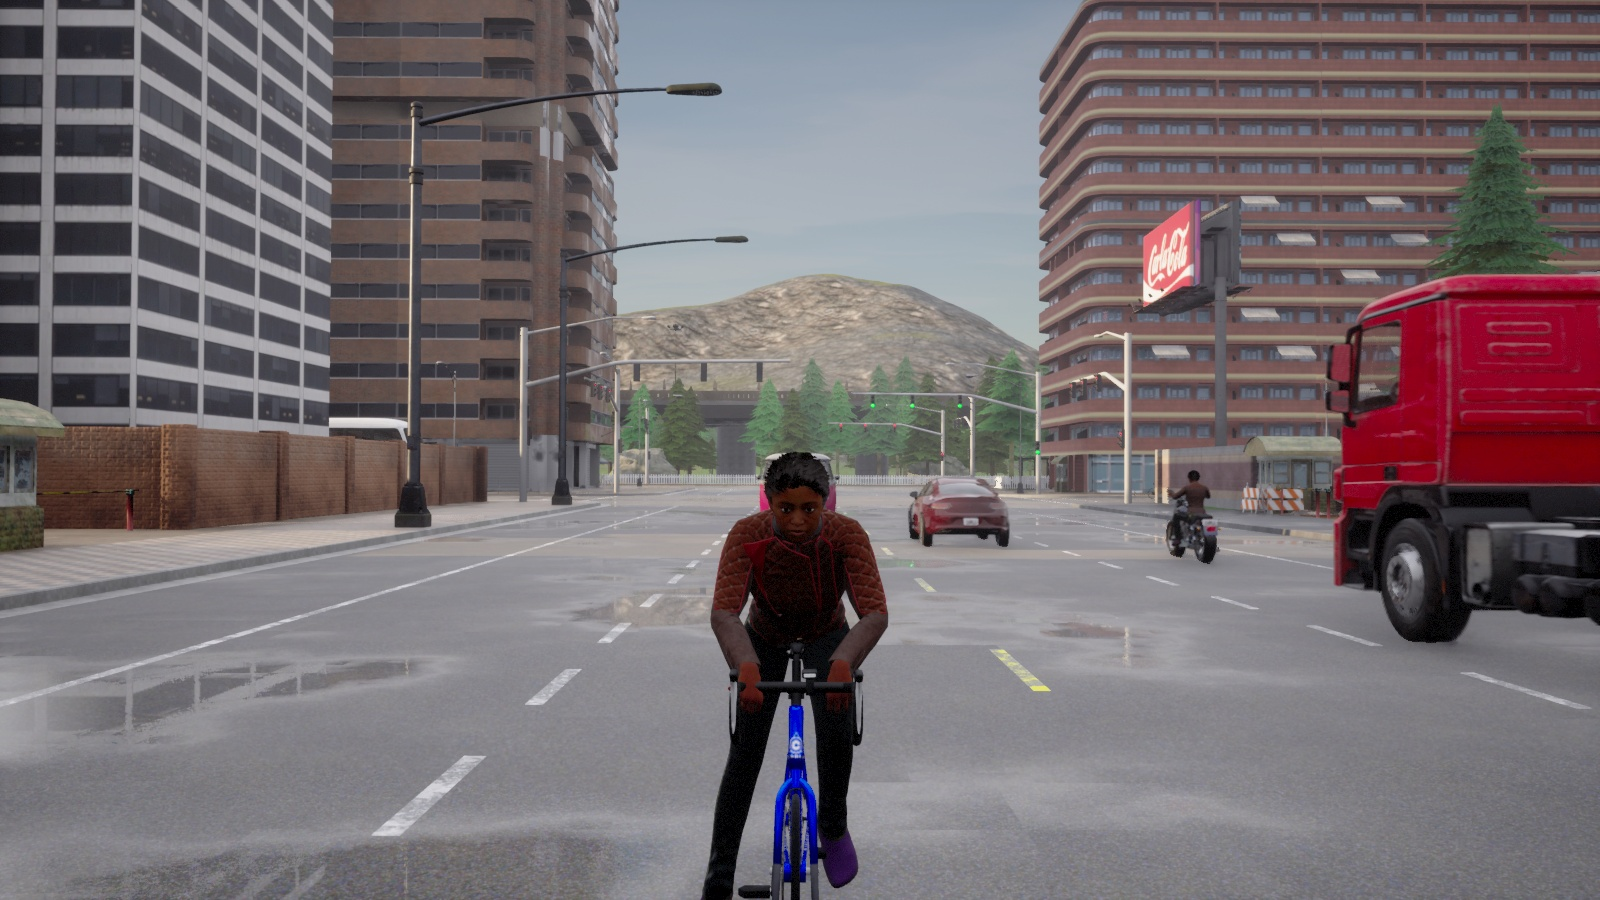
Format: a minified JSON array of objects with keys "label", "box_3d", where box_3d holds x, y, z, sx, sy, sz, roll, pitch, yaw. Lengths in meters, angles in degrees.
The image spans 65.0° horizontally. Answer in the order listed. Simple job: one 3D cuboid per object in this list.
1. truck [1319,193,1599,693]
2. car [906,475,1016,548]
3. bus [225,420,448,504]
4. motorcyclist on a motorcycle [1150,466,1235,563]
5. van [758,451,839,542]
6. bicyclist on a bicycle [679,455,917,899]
[{"label":"truck","box_3d":[6.983,-0.038,9.366,2.891,3.462,7.936,0,-1,0]},{"label":"car","box_3d":[3.463,1.291,27.740,1.812,1.442,4.674,0,-1,0]},{"label":"bus","box_3d":[-24.146,0.639,65.914,10.273,4.253,3.944,0,-1,0]},{"label":"motorcyclist on a motorcycle","box_3d":[6.969,1.113,22.432,0.766,1.649,2.350,0,-1,0]},{"label":"van","box_3d":[-0.041,1.066,29.753,1.775,1.987,4.442,0,-1,0]},{"label":"bicyclist on a bicycle","box_3d":[-0.005,0.833,3.919,0.582,1.620,1.656,0,-1,0]}]
